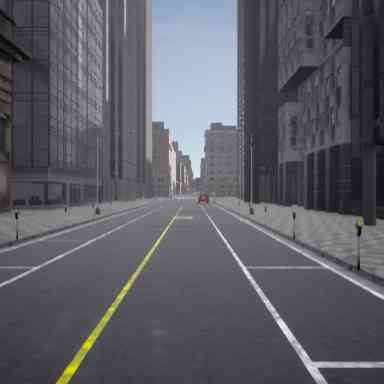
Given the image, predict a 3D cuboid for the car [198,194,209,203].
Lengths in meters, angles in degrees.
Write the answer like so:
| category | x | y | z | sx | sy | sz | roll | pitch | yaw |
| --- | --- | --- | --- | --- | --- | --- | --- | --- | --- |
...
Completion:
| category | x | y | z | sx | sy | sz | roll | pitch | yaw |
| --- | --- | --- | --- | --- | --- | --- | --- | --- | --- |
| car | 2.393 | 1.350 | 70.442 | 2.150 | 2.045 | 5.566 | 0 | 0 | 0 |
